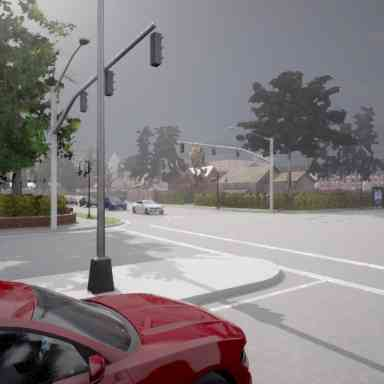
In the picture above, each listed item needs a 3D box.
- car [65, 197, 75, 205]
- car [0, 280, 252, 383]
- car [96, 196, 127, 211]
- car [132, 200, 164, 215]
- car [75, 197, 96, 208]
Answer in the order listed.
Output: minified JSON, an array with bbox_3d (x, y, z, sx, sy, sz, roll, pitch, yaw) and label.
[{"bbox_3d":[-21.047,1.564,57.083,1.994,1.385,4.181,0,0,-34],"label":"car"},{"bbox_3d":[-1.717,1.478,2.544,5.008,1.535,1.882,0,0,-35],"label":"car"},{"bbox_3d":[-9.855,1.352,41.567,2.097,1.767,4.553,0,0,-36],"label":"car"},{"bbox_3d":[-4.647,1.526,34.364,1.812,1.442,4.674,0,0,-35],"label":"car"},{"bbox_3d":[-15.248,1.505,49.021,1.837,1.490,4.892,0,0,-36],"label":"car"}]
